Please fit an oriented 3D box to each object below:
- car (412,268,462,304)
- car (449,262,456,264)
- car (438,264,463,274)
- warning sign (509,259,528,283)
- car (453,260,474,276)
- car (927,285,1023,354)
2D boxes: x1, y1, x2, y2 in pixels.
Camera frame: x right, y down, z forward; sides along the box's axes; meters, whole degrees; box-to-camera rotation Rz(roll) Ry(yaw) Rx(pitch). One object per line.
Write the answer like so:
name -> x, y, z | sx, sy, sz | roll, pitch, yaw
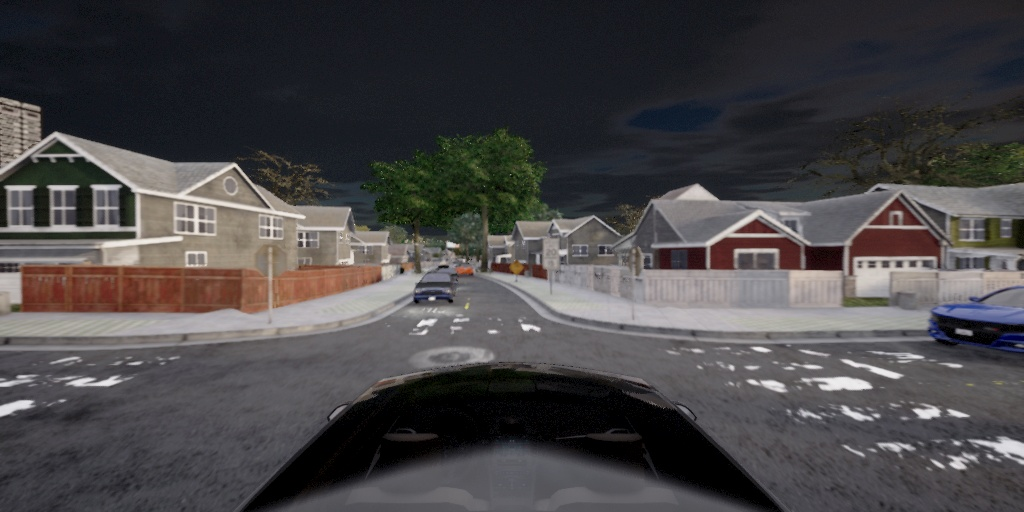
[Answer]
car -> -3.802, 1.530, 18.449 | 2.033, 1.411, 5.357 | 0, -1, -6
car -> -8.126, 1.815, 43.040 | 1.837, 1.490, 4.892 | 0, -1, -14
car -> -5.430, 1.685, 30.198 | 2.033, 1.411, 5.357 | 0, -1, -10
warning sign -> 0.352, 1.193, 28.781 | 1.300, 1.860, 1.060 | 0, 0, -9
car -> -6.447, 1.704, 48.227 | 2.097, 1.767, 4.553 | 0, -1, -14
car -> 12.267, 1.402, 8.097 | 5.008, 1.535, 1.882 | 1, 0, -8
